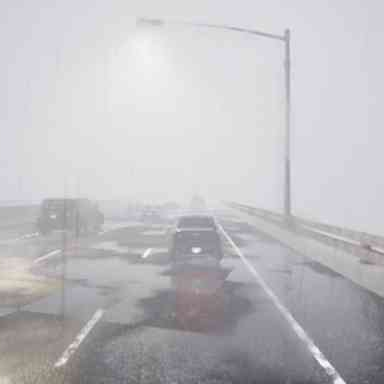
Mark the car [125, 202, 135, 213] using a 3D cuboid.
[{"bbox_3d":[-6.445,1.800,39.085,1.895,1.301,4.718,0,0,1],"label":"car"}]

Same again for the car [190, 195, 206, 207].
[{"bbox_3d":[0.868,1.500,50.896,2.150,2.045,5.566,0,0,2],"label":"car"}]

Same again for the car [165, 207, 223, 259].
[{"bbox_3d":[0.155,1.568,12.860,1.837,1.490,4.892,0,0,0],"label":"car"}]

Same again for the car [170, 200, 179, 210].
[{"bbox_3d":[-2.815,1.797,44.123,1.994,1.385,4.181,0,0,2],"label":"car"}]

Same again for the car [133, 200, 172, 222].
[{"bbox_3d":[-3.171,1.682,27.728,2.033,1.411,5.357,0,0,2],"label":"car"}]

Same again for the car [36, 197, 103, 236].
[{"bbox_3d":[-6.789,1.310,19.033,2.150,2.045,5.566,0,0,1],"label":"car"}]
